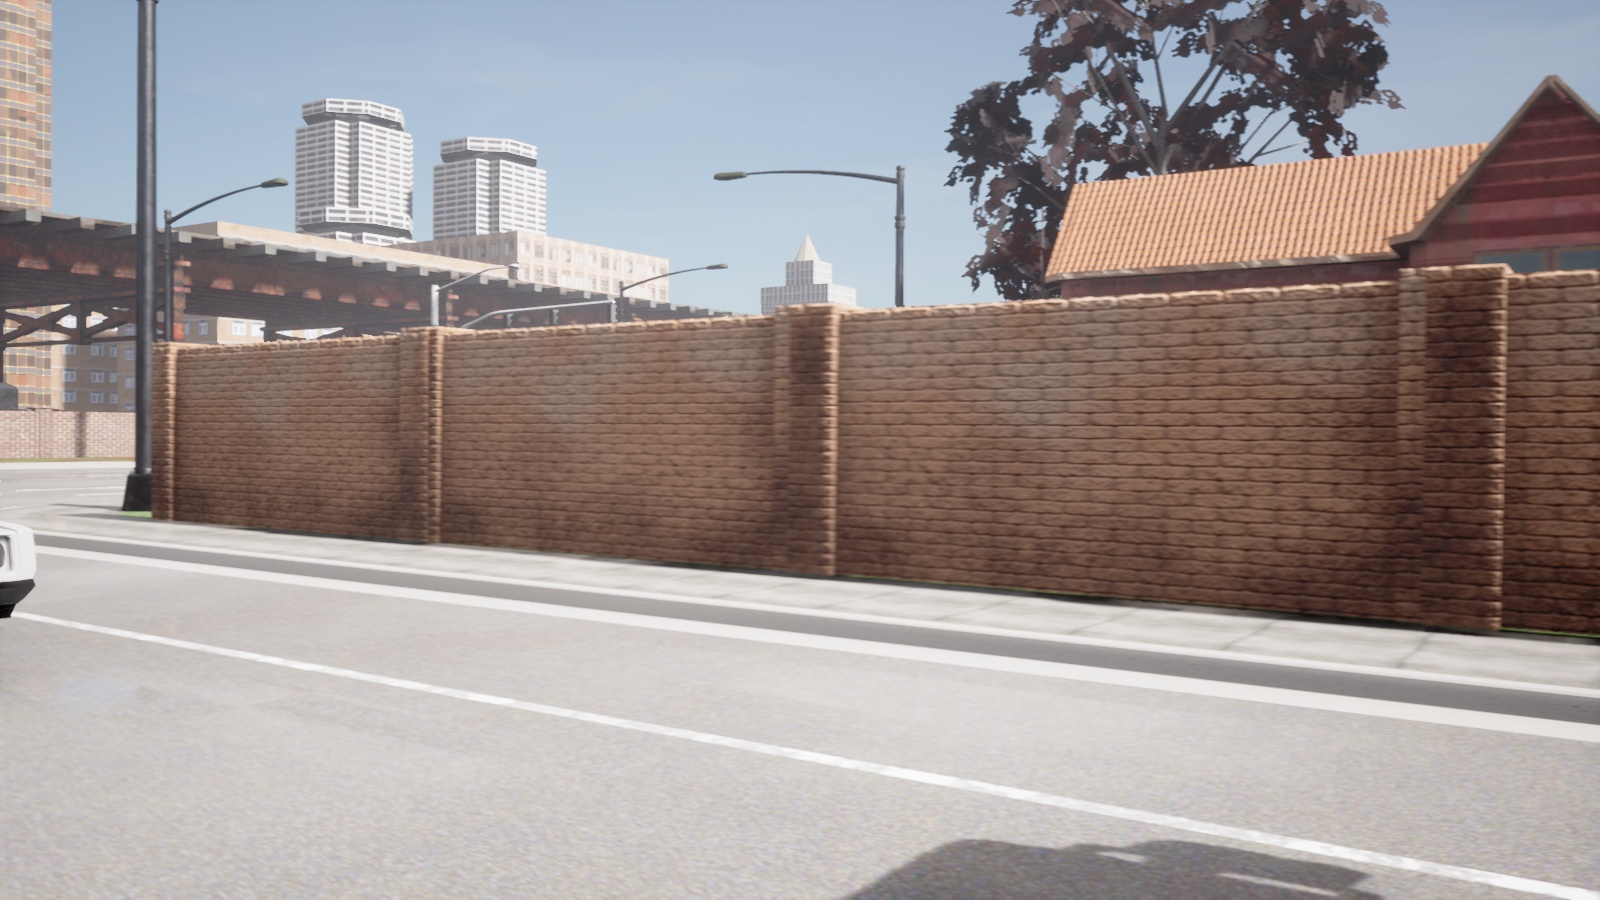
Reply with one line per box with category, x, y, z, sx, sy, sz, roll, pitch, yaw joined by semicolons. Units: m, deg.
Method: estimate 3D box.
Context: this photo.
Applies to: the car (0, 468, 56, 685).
car;-7.156;0.782;8.380;4.718;1.301;1.895;0;1;34
